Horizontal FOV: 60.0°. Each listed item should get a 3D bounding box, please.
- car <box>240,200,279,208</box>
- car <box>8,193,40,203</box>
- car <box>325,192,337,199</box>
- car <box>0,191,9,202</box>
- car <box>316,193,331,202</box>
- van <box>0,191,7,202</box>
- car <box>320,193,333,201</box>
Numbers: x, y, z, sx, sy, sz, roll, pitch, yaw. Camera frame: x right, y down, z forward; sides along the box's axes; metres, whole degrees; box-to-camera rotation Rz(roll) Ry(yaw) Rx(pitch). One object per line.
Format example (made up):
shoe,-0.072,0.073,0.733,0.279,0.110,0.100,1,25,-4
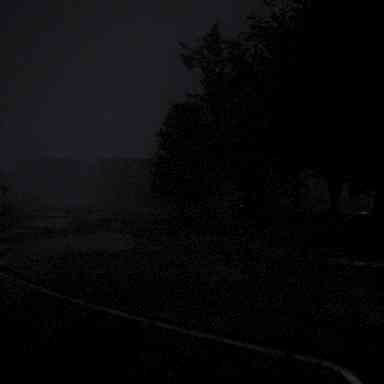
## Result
car,9.540,2.035,46.002,4.718,1.301,1.895,1,-1,-7
car,-28.521,1.204,57.520,2.163,1.488,4.792,1,0,22
car,36.120,0.894,86.453,1.946,1.575,5.366,1,3,33
car,-33.537,0.924,59.600,2.185,1.767,4.553,1,0,22
car,30.134,1.345,77.179,1.946,1.575,5.366,1,3,33
van,-36.287,0.749,60.545,1.878,1.987,4.442,2,0,22
car,33.131,1.118,81.812,1.946,1.575,5.366,1,3,33
